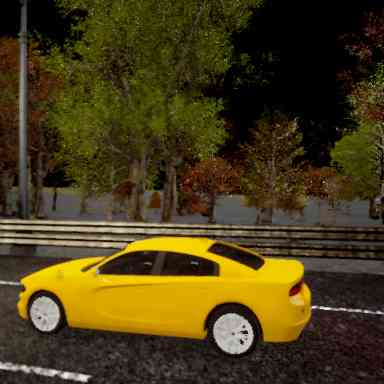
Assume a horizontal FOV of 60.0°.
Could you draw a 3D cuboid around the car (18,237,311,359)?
[{"bbox_3d":[-0.582,1.557,5.841,5.008,1.535,1.882,-1,-1,15],"label":"car"}]
